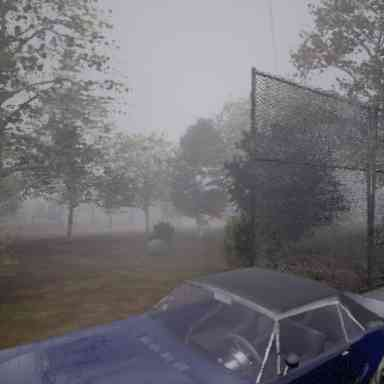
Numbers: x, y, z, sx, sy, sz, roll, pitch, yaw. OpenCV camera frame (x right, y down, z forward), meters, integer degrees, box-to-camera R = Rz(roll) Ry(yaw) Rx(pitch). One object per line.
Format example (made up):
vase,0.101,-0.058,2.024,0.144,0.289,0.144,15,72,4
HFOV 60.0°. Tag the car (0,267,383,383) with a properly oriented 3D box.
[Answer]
car,0.411,1.606,3.375,4.718,1.301,1.895,0,0,-36
